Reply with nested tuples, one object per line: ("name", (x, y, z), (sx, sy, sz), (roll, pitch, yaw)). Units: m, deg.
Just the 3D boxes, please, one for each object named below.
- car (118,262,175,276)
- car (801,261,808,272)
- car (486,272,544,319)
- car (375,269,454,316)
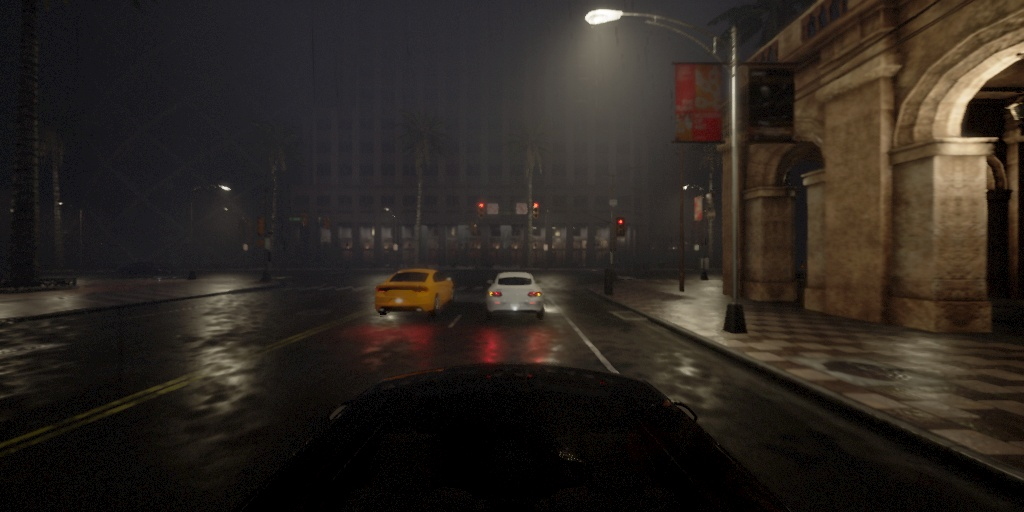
("car", (-36.273, 1.309, 35.631), (4.674, 1.442, 1.812), (1, 0, 2))
("car", (37.843, 0.953, 42.708), (5.566, 2.045, 2.150), (0, 0, 1))
("car", (0.087, 1.270, 12.686), (1.812, 1.442, 4.674), (0, 0, 0))
("car", (-3.412, 1.221, 13.371), (1.882, 1.535, 5.008), (0, 0, 0))
